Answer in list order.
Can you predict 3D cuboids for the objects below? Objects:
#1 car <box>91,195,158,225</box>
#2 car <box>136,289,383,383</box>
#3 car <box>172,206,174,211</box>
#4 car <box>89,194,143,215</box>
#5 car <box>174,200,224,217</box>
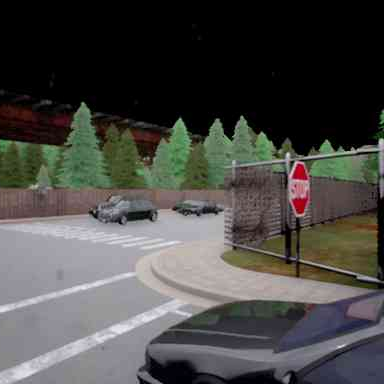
[{"bbox_3d":[-4.582,1.341,24.131,2.097,1.767,4.553,0,0,36],"label":"car"},{"bbox_3d":[2.049,1.548,2.508,5.357,1.411,2.033,0,0,36],"label":"car"},{"bbox_3d":[0.100,1.535,36.456,2.033,1.411,5.357,0,0,37],"label":"car"},{"bbox_3d":[-5.964,1.209,28.170,2.150,2.045,5.566,0,0,36],"label":"car"},{"bbox_3d":[1.010,1.537,31.776,2.033,1.411,5.357,0,0,36],"label":"car"}]
